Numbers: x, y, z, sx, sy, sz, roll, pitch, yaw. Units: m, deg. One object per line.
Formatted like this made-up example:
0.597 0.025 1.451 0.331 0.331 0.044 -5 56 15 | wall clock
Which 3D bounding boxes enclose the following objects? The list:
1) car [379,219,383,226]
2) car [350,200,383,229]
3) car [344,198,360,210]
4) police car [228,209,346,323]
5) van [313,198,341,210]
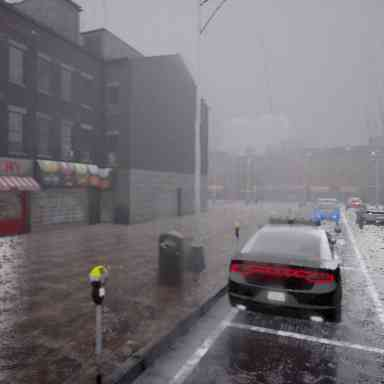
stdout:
5.729 1.581 7.568 1.994 1.385 4.181 1 0 23 | car
11.565 1.498 21.224 2.128 1.511 4.902 1 0 23 | car
20.029 1.503 41.146 1.837 1.490 4.892 1 0 25 | car
2.321 1.398 7.497 1.930 1.638 5.238 1 0 23 | police car
9.231 1.306 22.746 1.690 1.788 3.998 0 0 23 | van
